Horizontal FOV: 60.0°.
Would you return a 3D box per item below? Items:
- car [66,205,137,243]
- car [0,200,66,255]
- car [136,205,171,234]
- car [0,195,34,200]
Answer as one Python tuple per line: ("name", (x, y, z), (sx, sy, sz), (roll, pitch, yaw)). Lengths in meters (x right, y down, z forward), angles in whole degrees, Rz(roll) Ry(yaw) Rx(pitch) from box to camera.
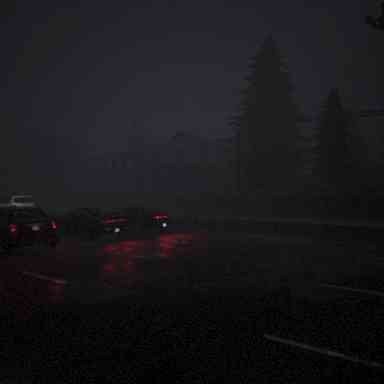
("car", (-5.322, 1.513, 16.336), (4.902, 1.511, 2.128), (0, 0, 36))
("car", (-7.527, 1.374, 13.611), (4.553, 1.767, 2.097), (0, 0, 36))
("car", (-3.433, 1.527, 19.291), (4.892, 1.490, 1.837), (0, 0, 36))
("car", (-15.080, 1.271, 27.585), (5.566, 2.045, 2.150), (0, 0, 36))
